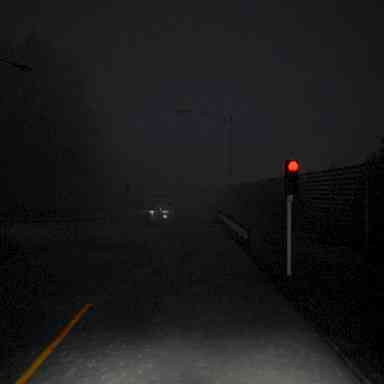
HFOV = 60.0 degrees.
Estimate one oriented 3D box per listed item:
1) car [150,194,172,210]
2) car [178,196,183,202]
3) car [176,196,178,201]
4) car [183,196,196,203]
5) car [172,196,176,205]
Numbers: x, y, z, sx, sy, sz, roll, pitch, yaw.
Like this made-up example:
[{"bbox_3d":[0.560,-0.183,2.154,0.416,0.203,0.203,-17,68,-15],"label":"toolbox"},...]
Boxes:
[{"bbox_3d":[-4.229,1.221,43.984,2.150,2.045,5.566,0,0,0],"label":"car"},{"bbox_3d":[-4.295,1.540,77.394,5.357,1.411,2.033,0,0,40],"label":"car"},{"bbox_3d":[-4.217,1.526,66.159,1.812,1.442,4.674,0,0,-1],"label":"car"},{"bbox_3d":[-0.345,1.505,67.908,1.837,1.490,4.892,0,0,-5],"label":"car"},{"bbox_3d":[-4.247,1.352,54.117,2.097,1.767,4.553,0,0,0],"label":"car"}]
